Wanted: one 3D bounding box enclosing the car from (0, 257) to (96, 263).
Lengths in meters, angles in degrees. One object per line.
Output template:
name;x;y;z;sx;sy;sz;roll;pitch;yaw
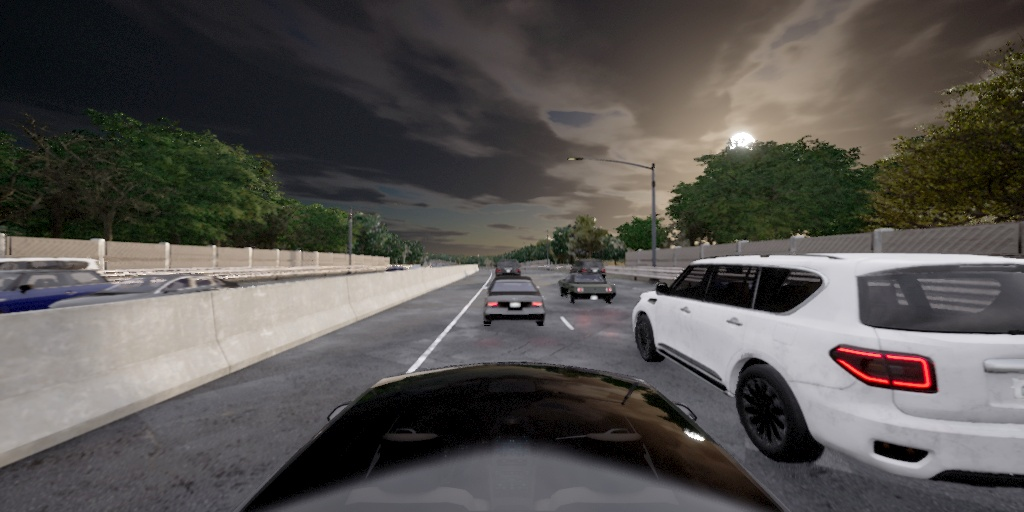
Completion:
car;-17.691;1.052;12.371;2.150;2.045;5.566;0;-1;-1

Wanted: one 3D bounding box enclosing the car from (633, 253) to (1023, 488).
car;3.570;0.996;5.116;2.150;2.045;5.566;0;0;0

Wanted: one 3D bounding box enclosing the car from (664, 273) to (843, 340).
car;7.020;1.368;11.411;2.033;1.411;5.357;0;0;-1

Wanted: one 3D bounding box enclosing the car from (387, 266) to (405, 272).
car;-19.094;2.253;59.237;1.895;1.301;4.718;0;-1;-3

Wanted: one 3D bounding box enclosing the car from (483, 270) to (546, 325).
car;0.020;1.375;12.081;2.033;1.411;5.357;0;-1;-1

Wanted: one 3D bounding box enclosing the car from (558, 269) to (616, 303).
car;3.435;1.487;17.362;1.895;1.301;4.718;0;-1;-1

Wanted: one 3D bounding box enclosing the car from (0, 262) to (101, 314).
car;-14.171;1.163;10.165;2.097;1.767;4.553;0;0;-1

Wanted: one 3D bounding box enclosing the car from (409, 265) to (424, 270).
car;-15.565;2.159;58.556;1.812;1.442;4.674;0;-1;-3

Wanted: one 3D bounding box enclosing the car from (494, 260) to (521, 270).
car;-0.379;1.347;31.567;2.150;2.045;5.566;0;-1;-2

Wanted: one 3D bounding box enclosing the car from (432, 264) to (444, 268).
car;-12.086;2.136;59.127;2.128;1.511;4.902;0;-1;-3

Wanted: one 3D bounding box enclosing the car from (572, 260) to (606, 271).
car;6.622;1.345;31.600;2.150;2.045;5.566;0;-1;-2

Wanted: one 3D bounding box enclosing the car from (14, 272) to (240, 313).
car;-10.678;1.309;10.945;2.128;1.511;4.902;0;0;-1
